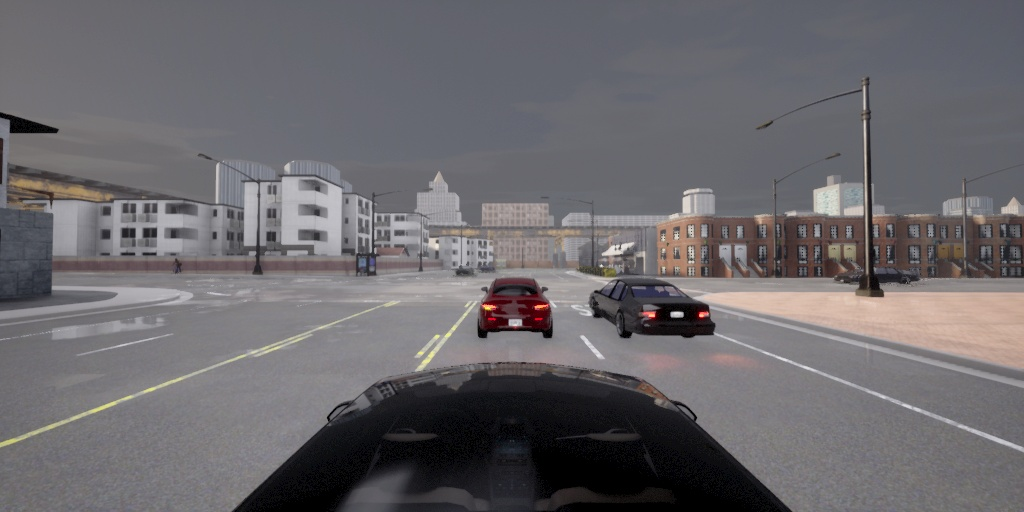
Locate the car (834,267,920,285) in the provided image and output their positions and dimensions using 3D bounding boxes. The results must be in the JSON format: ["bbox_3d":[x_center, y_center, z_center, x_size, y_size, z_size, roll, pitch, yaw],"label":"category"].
[{"bbox_3d":[29.165,1.582,28.728,5.357,1.411,2.033,0,-1,1],"label":"car"}]

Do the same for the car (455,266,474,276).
[{"bbox_3d":[-6.399,2.027,48.650,1.895,1.301,4.718,0,-1,3],"label":"car"}]

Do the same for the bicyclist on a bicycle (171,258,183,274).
[{"bbox_3d":[-33.986,1.066,36.386,0.582,1.620,1.656,1,-1,-11],"label":"bicyclist on a bicycle"}]

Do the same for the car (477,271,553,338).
[{"bbox_3d":[0.079,1.311,10.167,1.812,1.442,4.674,0,0,0],"label":"car"}]

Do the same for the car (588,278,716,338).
[{"bbox_3d":[3.583,1.333,10.265,2.033,1.411,5.357,0,0,0],"label":"car"}]
